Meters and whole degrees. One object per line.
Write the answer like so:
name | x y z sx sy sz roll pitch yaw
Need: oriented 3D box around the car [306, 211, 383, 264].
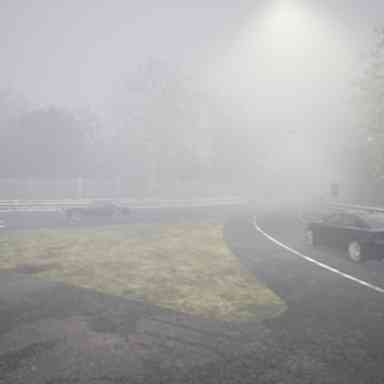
car | 5.737 1.393 11.630 1.882 1.535 5.008 0 1 -6

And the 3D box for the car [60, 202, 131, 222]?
car | -7.031 1.369 24.264 4.718 1.301 1.895 0 1 -32
